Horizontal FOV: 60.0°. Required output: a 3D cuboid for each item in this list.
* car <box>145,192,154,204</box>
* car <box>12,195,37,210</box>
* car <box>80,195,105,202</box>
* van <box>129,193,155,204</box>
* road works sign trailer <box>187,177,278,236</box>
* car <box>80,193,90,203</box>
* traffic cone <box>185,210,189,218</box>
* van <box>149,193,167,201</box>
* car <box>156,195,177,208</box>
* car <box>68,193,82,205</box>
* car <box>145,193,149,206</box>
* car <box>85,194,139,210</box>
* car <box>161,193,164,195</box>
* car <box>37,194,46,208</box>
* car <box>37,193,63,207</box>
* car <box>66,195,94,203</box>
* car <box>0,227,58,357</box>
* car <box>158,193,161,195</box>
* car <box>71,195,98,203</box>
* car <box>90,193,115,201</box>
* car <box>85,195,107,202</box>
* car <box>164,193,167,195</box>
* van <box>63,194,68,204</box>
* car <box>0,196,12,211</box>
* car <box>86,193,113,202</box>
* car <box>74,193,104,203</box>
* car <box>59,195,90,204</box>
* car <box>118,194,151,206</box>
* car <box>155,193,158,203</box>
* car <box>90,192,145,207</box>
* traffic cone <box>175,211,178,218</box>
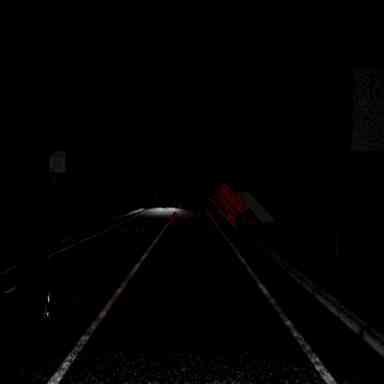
[{"bbox_3d":[-8.854,1.068,48.372,5.566,2.045,2.435,0,0,0],"label":"car"},{"bbox_3d":[-21.916,1.299,39.978,5.008,1.535,2.097,0,0,0],"label":"car"},{"bbox_3d":[-21.917,1.452,73.397,5.008,1.535,2.097,0,0,0],"label":"car"},{"bbox_3d":[-8.946,1.148,59.583,4.442,1.987,1.878,0,0,0],"label":"van"},{"bbox_3d":[2.373,0.988,16.550,3.560,2.880,2.380,-5,45,-44],"label":"road works sign trailer"},{"bbox_3d":[-21.723,1.370,59.471,5.366,1.575,1.946,0,0,0],"label":"car"},{"bbox_3d":[-0.368,1.823,27.699,0.340,0.580,0.340,0,0,0],"label":"traffic cone"},{"bbox_3d":[-8.737,1.316,84.810,4.442,1.987,1.878,0,0,0],"label":"van"},{"bbox_3d":[-3.322,1.435,44.762,1.895,1.301,4.718,0,0,0],"label":"car"},{"bbox_3d":[-21.905,1.399,56.686,4.674,1.452,2.002,0,0,0],"label":"car"},{"bbox_3d":[-8.833,1.309,45.565,4.892,1.521,2.231,0,0,0],"label":"car"},{"bbox_3d":[-8.827,1.302,37.160,4.892,1.521,2.231,0,0,0],"label":"car"},{"bbox_3d":[-8.863,1.151,65.191,5.566,2.045,2.435,0,0,0],"label":"car"},{"bbox_3d":[-21.910,1.343,42.765,4.674,1.452,2.002,0,0,0],"label":"car"},{"bbox_3d":[-21.874,1.193,48.334,4.553,1.767,2.185,0,0,0],"label":"car"},{"bbox_3d":[-21.885,1.432,65.042,4.792,1.488,2.163,0,0,0],"label":"car"},{"bbox_3d":[-3.348,1.333,3.786,2.097,1.767,4.553,0,0,0],"label":"car"},{"bbox_3d":[-8.826,1.388,62.386,5.008,1.535,2.097,0,0,0],"label":"car"},{"bbox_3d":[-21.945,1.446,67.827,4.792,1.488,2.163,0,0,0],"label":"car"},{"bbox_3d":[-21.902,1.264,81.629,5.566,2.045,2.435,0,0,0],"label":"car"},{"bbox_3d":[-21.922,1.510,76.057,4.674,1.452,2.002,0,0,0],"label":"car"},{"bbox_3d":[-8.840,1.472,76.402,5.008,1.535,2.097,0,0,0],"label":"car"},{"bbox_3d":[-22.021,1.104,51.115,4.442,1.987,1.878,0,0,0],"label":"van"},{"bbox_3d":[-21.911,1.303,34.410,5.008,1.535,2.097,0,0,0],"label":"car"},{"bbox_3d":[-21.899,1.241,78.967,5.566,2.045,2.435,0,0,0],"label":"car"},{"bbox_3d":[-21.891,1.182,70.612,5.566,2.045,2.435,0,0,0],"label":"car"},{"bbox_3d":[-21.906,1.388,62.257,5.008,1.535,2.097,0,0,0],"label":"car"},{"bbox_3d":[-8.794,1.204,51.172,4.553,1.767,2.185,0,0,0],"label":"car"},{"bbox_3d":[-8.822,1.360,56.780,4.892,1.521,2.231,0,0,0],"label":"car"},{"bbox_3d":[-8.859,1.049,39.961,5.566,2.045,2.435,0,0,0],"label":"car"},{"bbox_3d":[-1.371,1.842,23.698,0.340,0.580,0.340,0,0,0],"label":"traffic cone"}]
